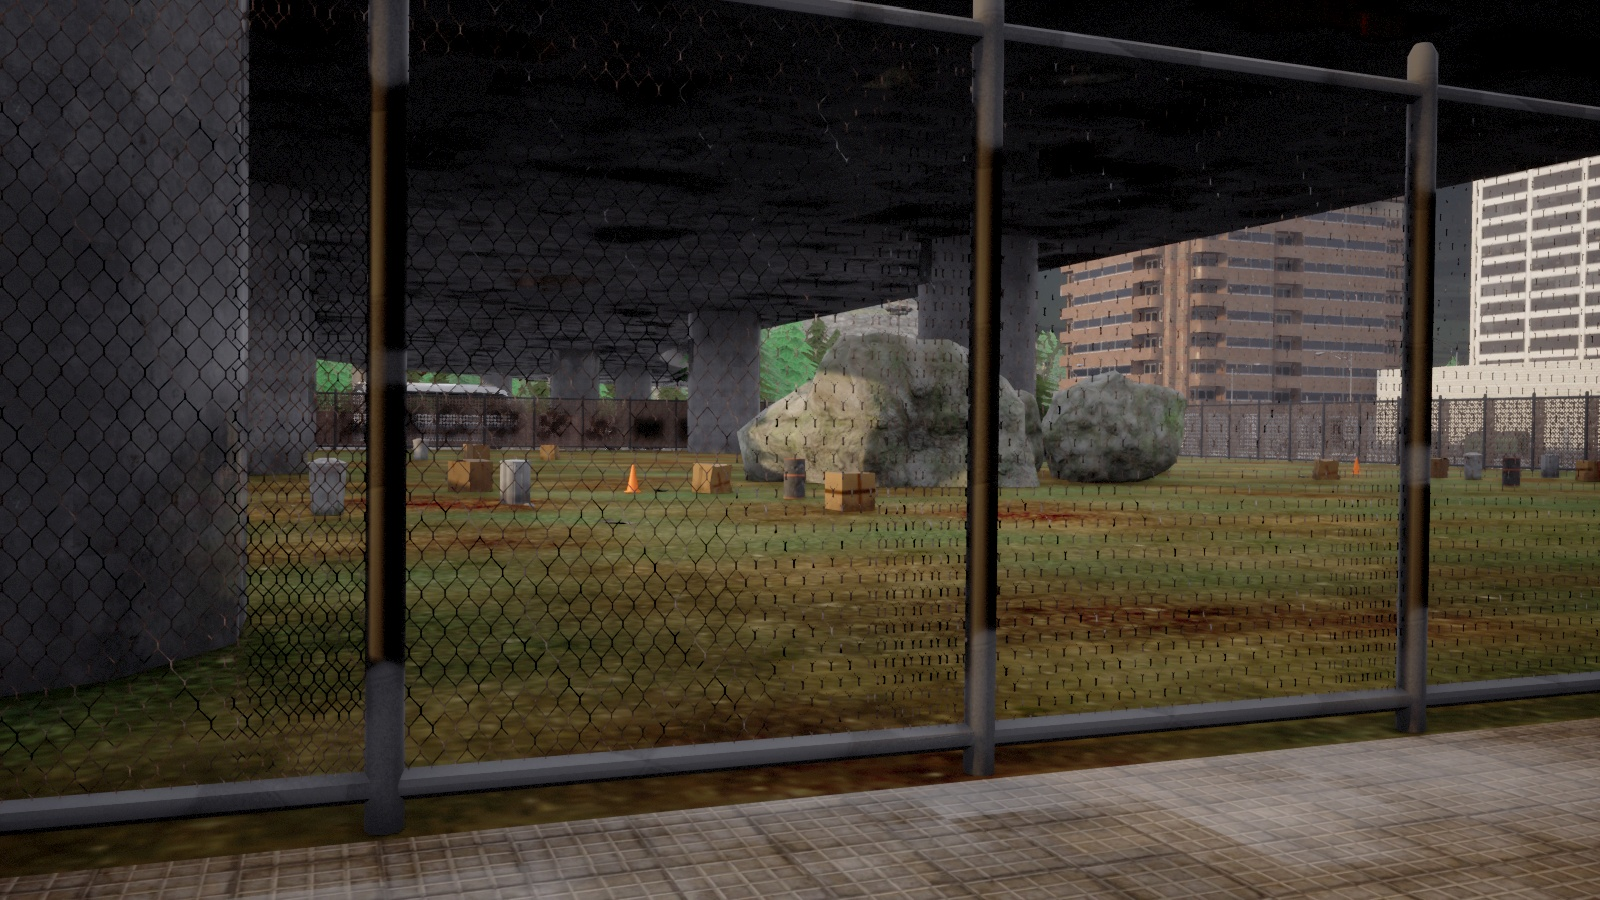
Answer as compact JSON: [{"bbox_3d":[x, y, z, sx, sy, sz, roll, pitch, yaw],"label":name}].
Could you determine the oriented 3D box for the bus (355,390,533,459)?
[{"bbox_3d":[-22.877,-1.647,80.858,10.273,4.253,3.944,-1,1,-31],"label":"bus"}]
